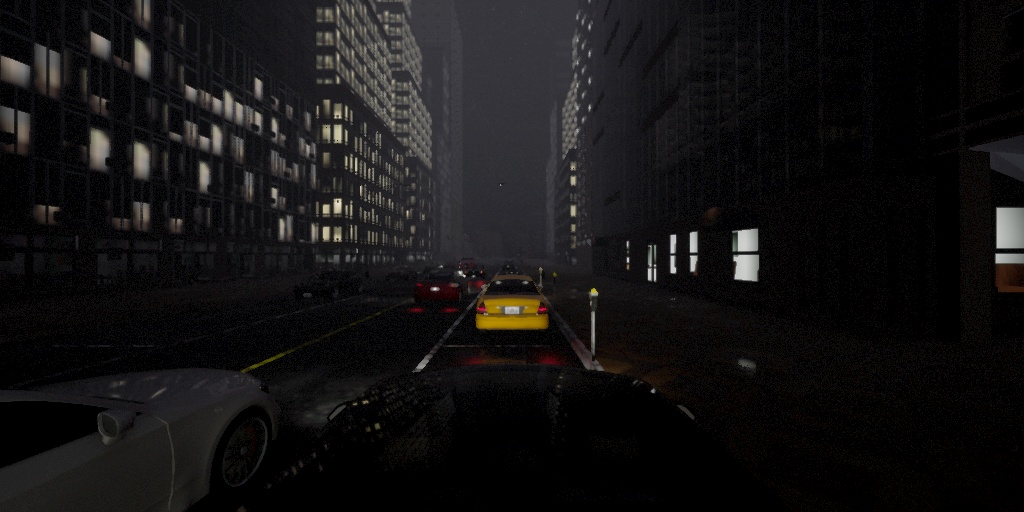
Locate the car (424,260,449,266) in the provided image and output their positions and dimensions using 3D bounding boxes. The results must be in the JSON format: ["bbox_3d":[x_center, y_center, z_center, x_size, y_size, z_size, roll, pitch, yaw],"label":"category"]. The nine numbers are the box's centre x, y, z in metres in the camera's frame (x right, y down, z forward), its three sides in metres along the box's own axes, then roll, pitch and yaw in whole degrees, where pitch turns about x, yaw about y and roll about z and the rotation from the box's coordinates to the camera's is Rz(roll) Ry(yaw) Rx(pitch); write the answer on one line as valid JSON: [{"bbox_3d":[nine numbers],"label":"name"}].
[{"bbox_3d":[-8.836,1.286,40.419,2.007,1.370,4.403,0,0,0],"label":"car"}]

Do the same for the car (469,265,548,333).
[{"bbox_3d":[0.004,1.206,10.689,1.801,1.575,5.366,0,0,0],"label":"car"}]

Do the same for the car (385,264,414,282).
[{"bbox_3d":[-8.835,1.324,29.033,1.802,1.307,4.207,0,0,0],"label":"car"}]

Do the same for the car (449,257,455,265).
[{"bbox_3d":[-8.836,1.273,51.803,1.888,1.381,4.507,0,0,0],"label":"car"}]

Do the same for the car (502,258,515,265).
[{"bbox_3d":[-0.455,1.297,46.099,1.948,1.339,4.313,0,0,0],"label":"car"}]

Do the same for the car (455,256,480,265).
[{"bbox_3d":[-6.146,1.056,50.632,2.150,2.045,5.566,0,0,0],"label":"car"}]

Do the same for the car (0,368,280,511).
[{"bbox_3d":[-3.145,1.275,1.499,1.812,1.442,4.674,0,0,0],"label":"car"}]

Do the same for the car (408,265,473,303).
[{"bbox_3d":[-3.145,1.321,16.662,1.994,1.385,4.181,0,0,0],"label":"car"}]

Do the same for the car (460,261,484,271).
[{"bbox_3d":[-3.145,1.358,31.692,1.895,1.301,4.718,0,0,0],"label":"car"}]

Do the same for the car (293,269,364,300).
[{"bbox_3d":[-8.836,1.313,17.650,1.948,1.339,4.313,0,0,0],"label":"car"}]
